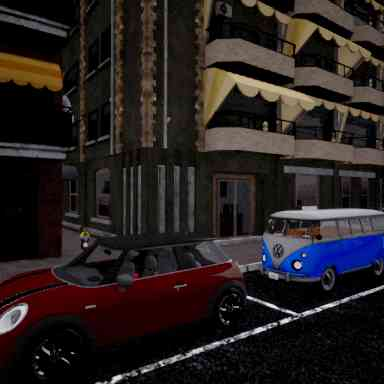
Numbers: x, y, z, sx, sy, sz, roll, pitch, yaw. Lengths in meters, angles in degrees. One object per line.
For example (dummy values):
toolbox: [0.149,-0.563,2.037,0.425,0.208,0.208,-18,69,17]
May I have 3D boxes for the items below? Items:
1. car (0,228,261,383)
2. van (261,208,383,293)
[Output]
car: [-1.108,1.440,5.304,4.097,1.590,1.967,0,0,-36]
van: [3.524,1.343,8.609,3.998,1.788,1.690,0,0,-36]
